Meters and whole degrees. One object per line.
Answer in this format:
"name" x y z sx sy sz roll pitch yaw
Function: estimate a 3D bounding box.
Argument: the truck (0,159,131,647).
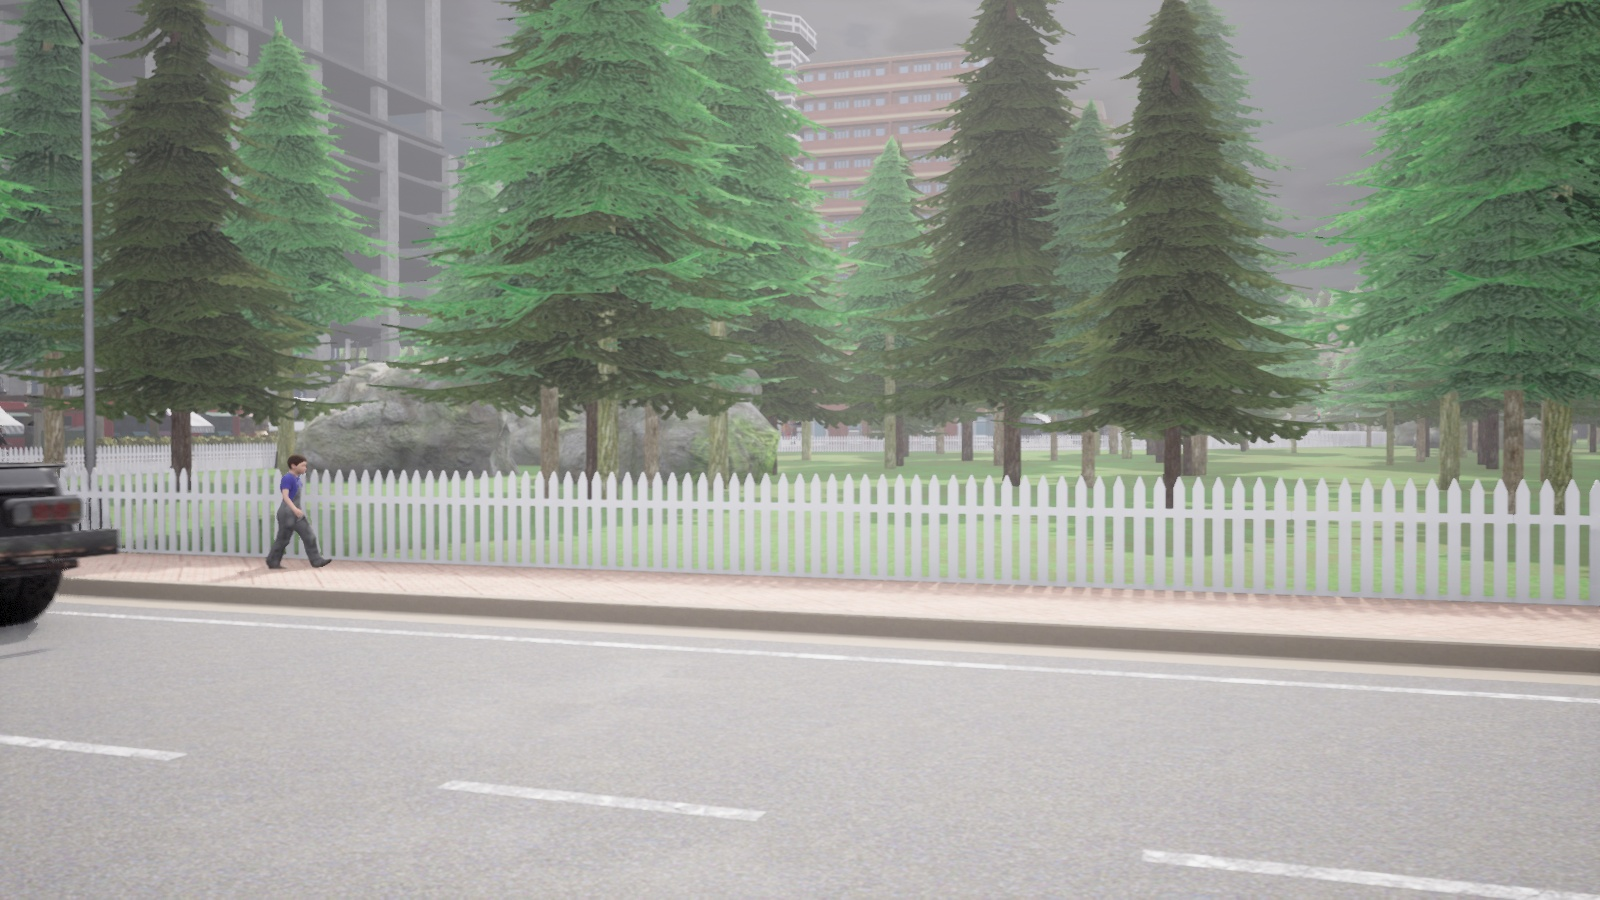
"truck" -9.475 -0.367 10.077 7.936 3.462 2.891 1 1 23

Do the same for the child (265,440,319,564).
"child" -5.242 0.527 12.964 0.437 1.263 0.270 0 1 3
